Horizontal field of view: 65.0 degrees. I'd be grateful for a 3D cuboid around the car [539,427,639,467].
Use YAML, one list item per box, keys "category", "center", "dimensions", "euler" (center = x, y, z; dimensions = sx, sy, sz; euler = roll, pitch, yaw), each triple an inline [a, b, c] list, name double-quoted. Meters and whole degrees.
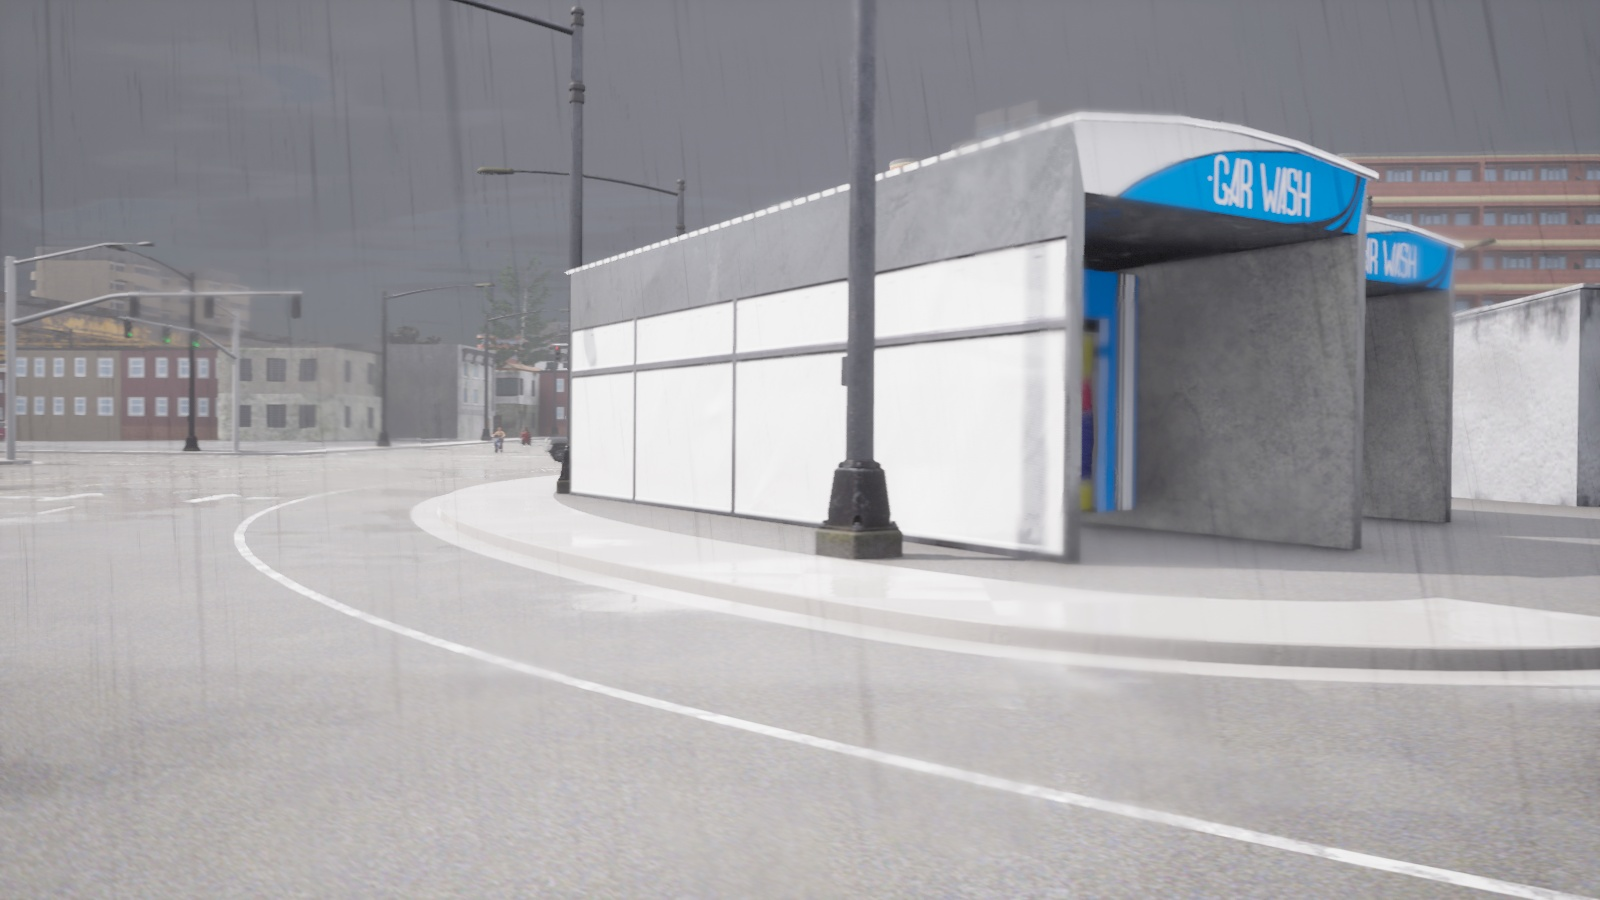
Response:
- category: "car"
  center: [-9.993, -0.154, 59.815]
  dimensions: [4.605, 1.855, 1.932]
  euler: [-1, 1, -8]
